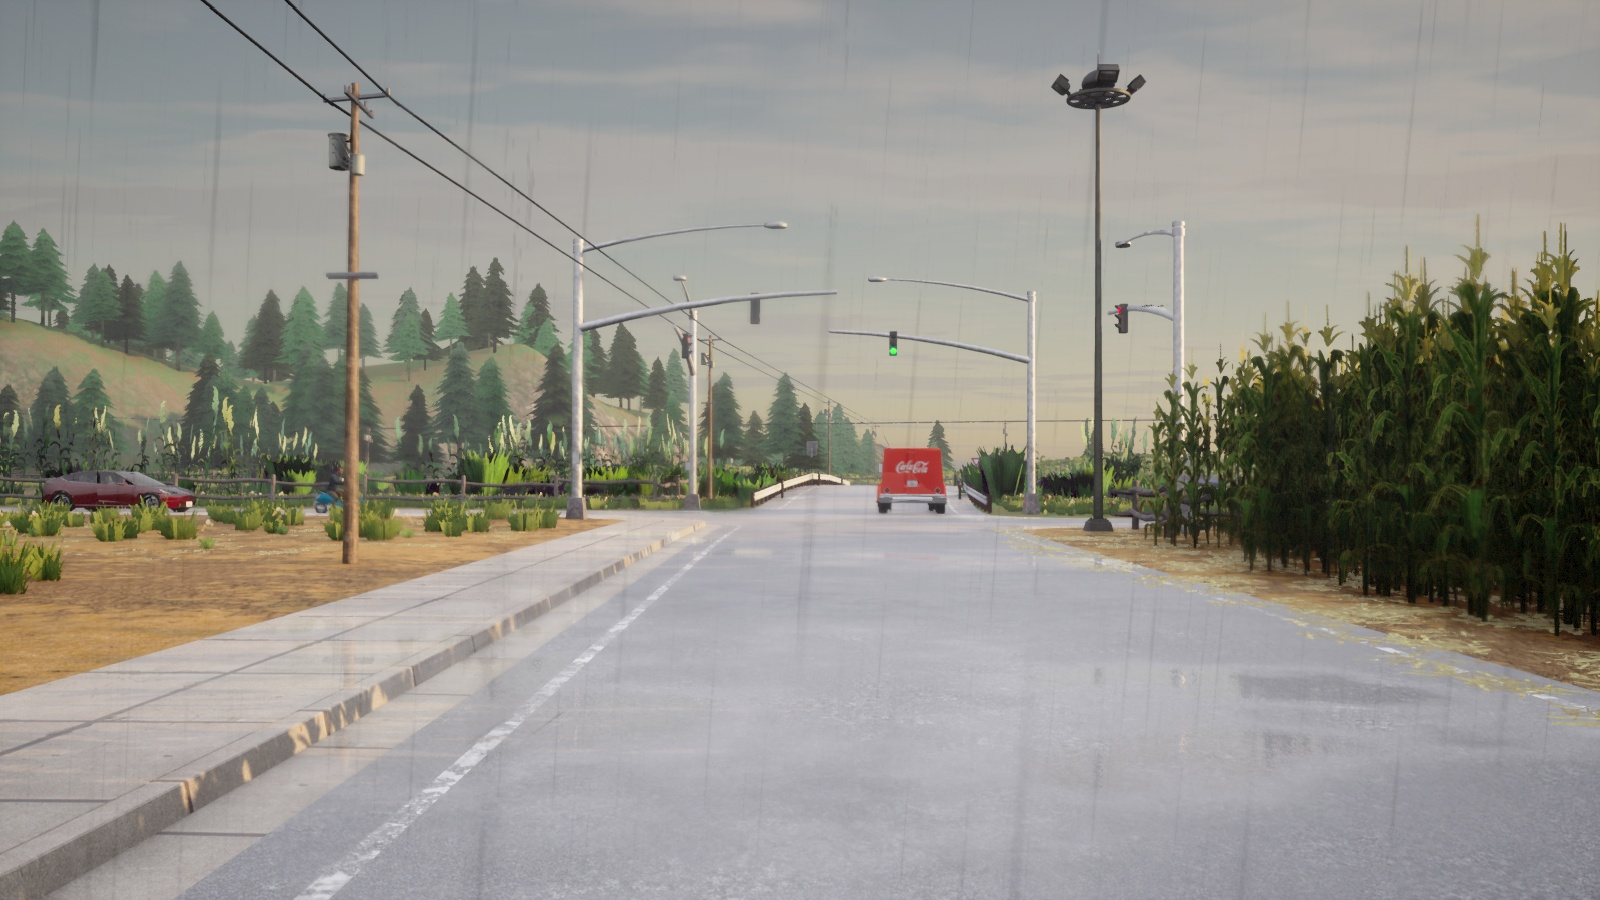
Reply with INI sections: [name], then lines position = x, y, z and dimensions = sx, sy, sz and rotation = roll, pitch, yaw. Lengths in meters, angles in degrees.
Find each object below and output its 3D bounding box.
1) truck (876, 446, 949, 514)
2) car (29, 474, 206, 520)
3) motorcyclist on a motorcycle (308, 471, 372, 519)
[truck]
position = 4.273, 1.110, 48.350
dimensions = 2.627, 2.467, 5.204
rotation = 0, -1, 4
[car]
position = -22.884, 1.579, 42.235
dimensions = 4.792, 1.488, 2.163
rotation = 0, -1, 3
[motorcyclist on a motorcycle]
position = -15.328, 1.496, 41.867
dimensions = 1.817, 1.590, 0.866
rotation = 0, -1, 3
